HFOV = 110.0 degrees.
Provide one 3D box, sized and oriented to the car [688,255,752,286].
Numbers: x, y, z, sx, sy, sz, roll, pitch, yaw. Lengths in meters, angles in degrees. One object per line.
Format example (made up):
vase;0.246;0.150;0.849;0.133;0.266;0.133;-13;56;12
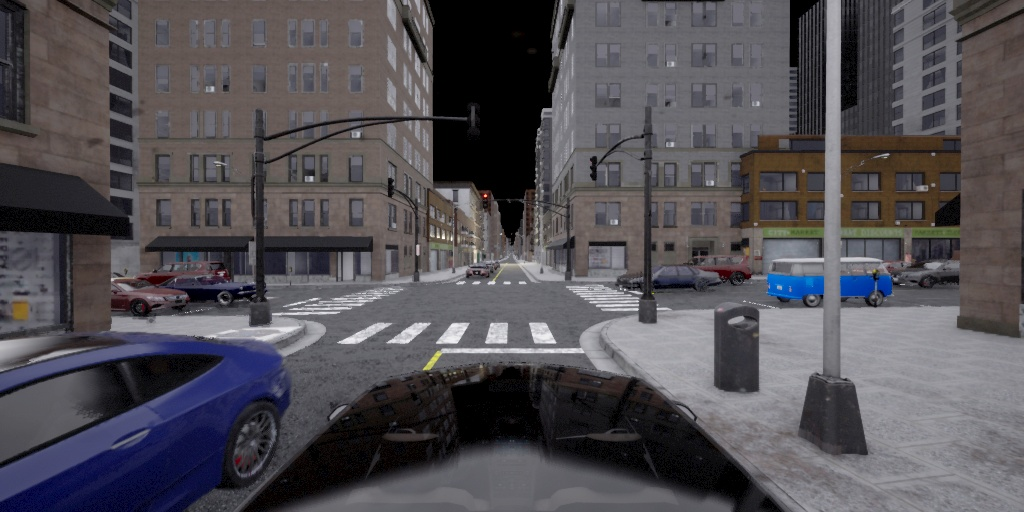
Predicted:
car;12.097;0.871;22.286;5.009;1.841;2.192;0;0;0

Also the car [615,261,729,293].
car;8.341;1.171;19.239;5.357;1.411;2.033;-1;0;-9

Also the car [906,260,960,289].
car;23.296;0.965;19.644;4.674;1.442;1.812;-1;0;0

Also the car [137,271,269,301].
car;-13.954;1.517;16.360;4.718;1.301;1.895;-1;0;0

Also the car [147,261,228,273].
car;-20.344;1.269;22.207;5.009;1.841;2.192;0;0;0

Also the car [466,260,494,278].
car;-3.085;1.318;33.636;1.994;1.385;4.181;0;0;1

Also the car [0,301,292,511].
car;-3.158;1.276;1.883;1.812;1.442;4.674;0;0;0

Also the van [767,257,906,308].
van;12.118;0.957;13.761;3.998;1.789;1.690;0;0;0

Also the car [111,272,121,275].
car;-26.019;1.550;22.193;4.829;1.417;1.751;0;0;0

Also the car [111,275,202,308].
car;-14.818;1.527;13.695;4.207;1.307;1.802;0;0;0

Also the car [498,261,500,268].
car;-3.080;1.298;51.755;1.812;1.442;4.674;0;0;0

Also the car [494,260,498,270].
car;-3.092;1.253;42.622;2.128;1.511;4.902;0;0;0
